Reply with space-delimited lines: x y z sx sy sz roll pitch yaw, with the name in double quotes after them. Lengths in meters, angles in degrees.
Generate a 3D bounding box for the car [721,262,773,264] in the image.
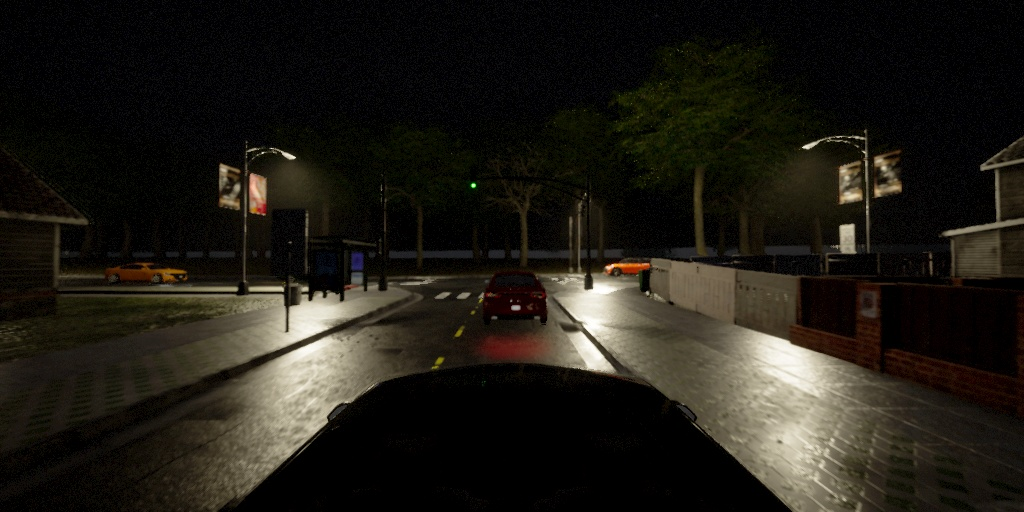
14.288 0.914 23.434 5.357 1.411 2.033 -1 -1 4 "car"

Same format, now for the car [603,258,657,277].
10.805 0.983 33.177 4.553 1.767 2.097 -1 -1 0 "car"

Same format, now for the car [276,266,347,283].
-14.555 1.412 26.523 4.718 1.301 1.895 0 -1 3 "car"

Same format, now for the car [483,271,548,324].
0.080 1.231 12.087 1.882 1.535 5.008 0 0 -1 "car"

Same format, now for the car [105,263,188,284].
-26.989 1.260 26.559 5.008 1.535 1.882 0 -1 0 "car"
